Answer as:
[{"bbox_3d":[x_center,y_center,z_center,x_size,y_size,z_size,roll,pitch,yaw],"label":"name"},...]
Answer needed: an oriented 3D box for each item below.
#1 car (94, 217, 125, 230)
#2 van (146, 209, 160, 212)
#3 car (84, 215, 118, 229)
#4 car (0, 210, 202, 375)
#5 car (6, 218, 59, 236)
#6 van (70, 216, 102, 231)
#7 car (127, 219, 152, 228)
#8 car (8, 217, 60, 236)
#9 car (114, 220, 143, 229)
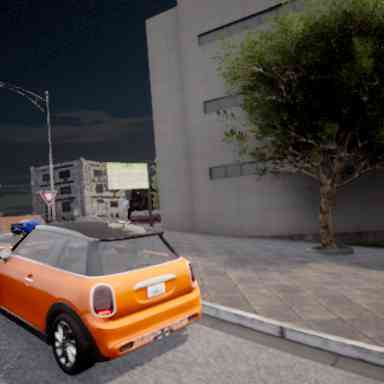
[{"bbox_3d":[-13.931,5.359,56.089,4.553,1.767,2.185,-6,-7,23],"label":"car"},{"bbox_3d":[-5.833,3.368,43.838,4.442,1.987,1.878,-6,-7,23],"label":"van"},{"bbox_3d":[-12.855,4.292,47.281,2.097,1.767,4.553,-6,-6,23],"label":"car"},{"bbox_3d":[-2.070,1.288,5.842,4.553,1.767,2.097,1,2,41],"label":"car"},{"bbox_3d":[-17.760,3.874,37.225,2.128,1.511,4.902,-7,-5,31],"label":"car"},{"bbox_3d":[-16.305,4.822,51.080,4.442,1.987,1.878,-6,-7,23],"label":"van"},{"bbox_3d":[-8.800,5.343,56.408,1.895,1.301,4.718,-6,-7,23],"label":"car"},{"bbox_3d":[-15.588,3.385,33.156,1.882,1.535,5.008,-7,-4,14],"label":"car"},{"bbox_3d":[-11.632,6.006,61.278,4.792,1.488,2.163,-6,-7,23],"label":"car"}]
